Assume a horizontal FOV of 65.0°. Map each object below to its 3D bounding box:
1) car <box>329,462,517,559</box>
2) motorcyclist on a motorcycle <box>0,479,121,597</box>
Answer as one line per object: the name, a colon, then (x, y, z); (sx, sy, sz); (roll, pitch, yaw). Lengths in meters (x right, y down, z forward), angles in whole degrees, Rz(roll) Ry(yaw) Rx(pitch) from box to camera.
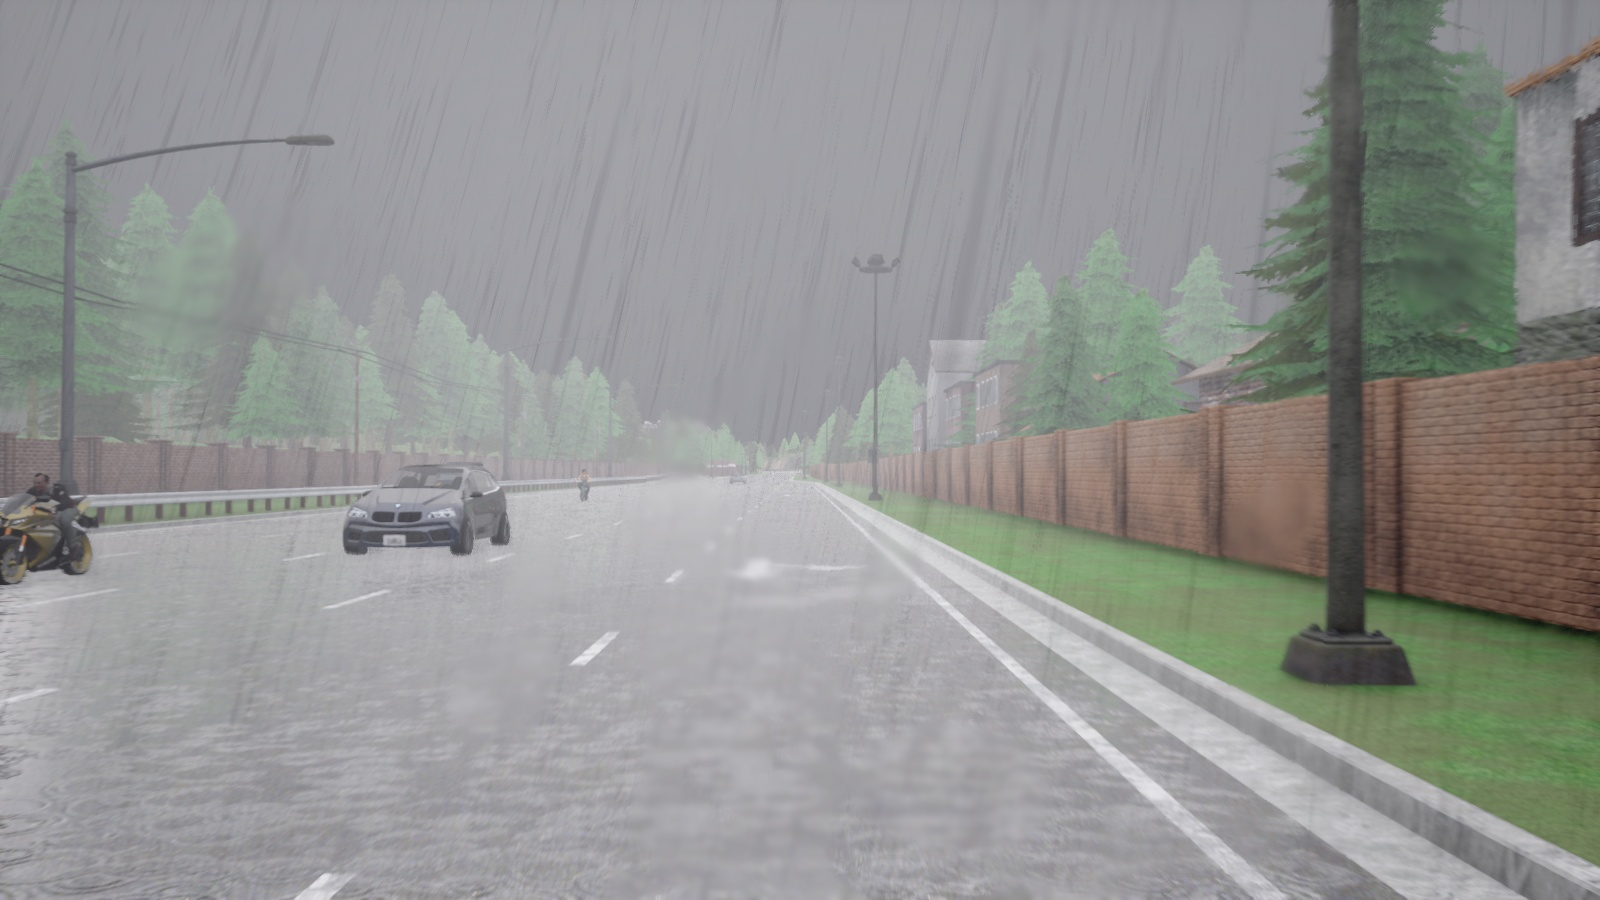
car: (-7.059, 1.090, 24.102); (2.242, 1.667, 4.611); (0, -1, 0)
motorcyclist on a motorcycle: (-10.543, 1.186, 17.605); (0.866, 1.530, 2.191); (0, -1, 0)
